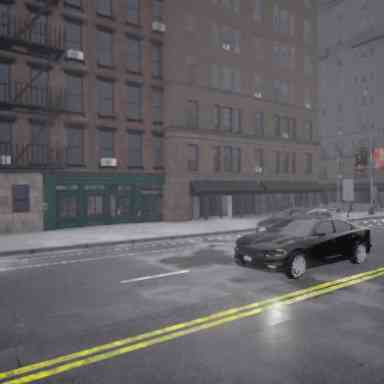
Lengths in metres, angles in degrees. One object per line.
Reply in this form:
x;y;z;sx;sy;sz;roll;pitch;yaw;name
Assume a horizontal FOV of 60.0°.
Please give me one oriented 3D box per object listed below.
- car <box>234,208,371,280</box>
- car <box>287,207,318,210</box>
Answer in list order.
3.494;1.468;10.166;5.008;1.535;1.882;0;0;-35;car
5.001;1.473;15.227;4.902;1.511;2.128;0;0;-35;car
